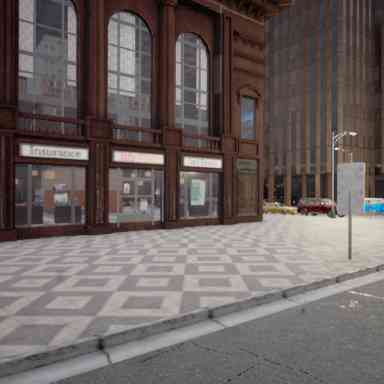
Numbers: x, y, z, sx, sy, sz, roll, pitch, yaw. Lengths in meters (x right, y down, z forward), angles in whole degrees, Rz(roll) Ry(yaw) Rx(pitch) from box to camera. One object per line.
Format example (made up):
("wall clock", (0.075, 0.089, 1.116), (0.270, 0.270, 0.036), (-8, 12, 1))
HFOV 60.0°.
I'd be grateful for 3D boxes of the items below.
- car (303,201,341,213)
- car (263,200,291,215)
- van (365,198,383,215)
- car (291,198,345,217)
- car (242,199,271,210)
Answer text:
("car", (16.437, 1.896, 42.193), (1.802, 1.307, 4.206), (-1, 0, -35))
("car", (9.570, 1.797, 37.136), (1.752, 1.417, 4.829), (0, 0, -35))
("van", (19.673, 1.588, 37.597), (1.690, 1.788, 3.998), (-1, 0, -35))
("car", (12.710, 1.521, 32.679), (2.192, 1.841, 5.009), (0, 0, -35))
("car", (9.956, 1.890, 51.388), (1.967, 1.590, 4.097), (-1, 0, -35))
